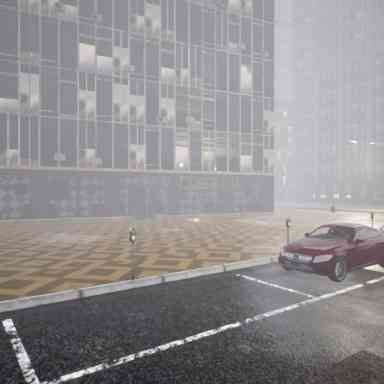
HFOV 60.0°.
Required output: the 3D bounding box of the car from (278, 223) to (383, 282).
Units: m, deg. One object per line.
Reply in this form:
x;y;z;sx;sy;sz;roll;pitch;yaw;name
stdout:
4.325;1.579;9.657;4.206;1.307;1.802;0;0;-36;car
